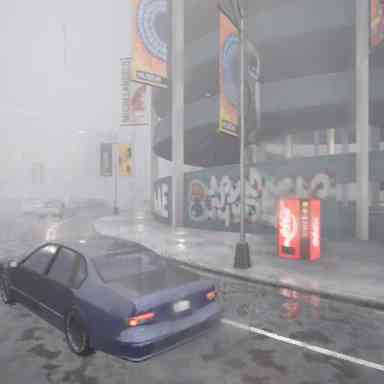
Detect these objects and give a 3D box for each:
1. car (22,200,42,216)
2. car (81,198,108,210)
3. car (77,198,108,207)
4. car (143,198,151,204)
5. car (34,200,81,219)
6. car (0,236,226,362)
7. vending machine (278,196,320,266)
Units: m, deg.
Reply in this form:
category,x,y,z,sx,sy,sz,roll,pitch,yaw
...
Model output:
category,x,y,z,sx,sy,sz,roll,pitch,yaw
car,-14.755,1.520,32.528,1.812,1.442,4.674,0,0,3
car,-12.883,1.541,42.353,2.033,1.411,5.357,0,0,19
car,-15.820,1.593,52.939,1.895,1.301,4.718,0,0,29
car,-6.973,1.593,60.962,1.895,1.301,4.718,0,0,31
car,-11.535,1.596,28.836,1.895,1.301,4.718,0,0,-2
car,-1.923,1.547,6.113,5.357,1.411,2.033,0,0,44
vending machine,3.488,1.195,10.814,0.880,2.100,1.100,0,0,45
